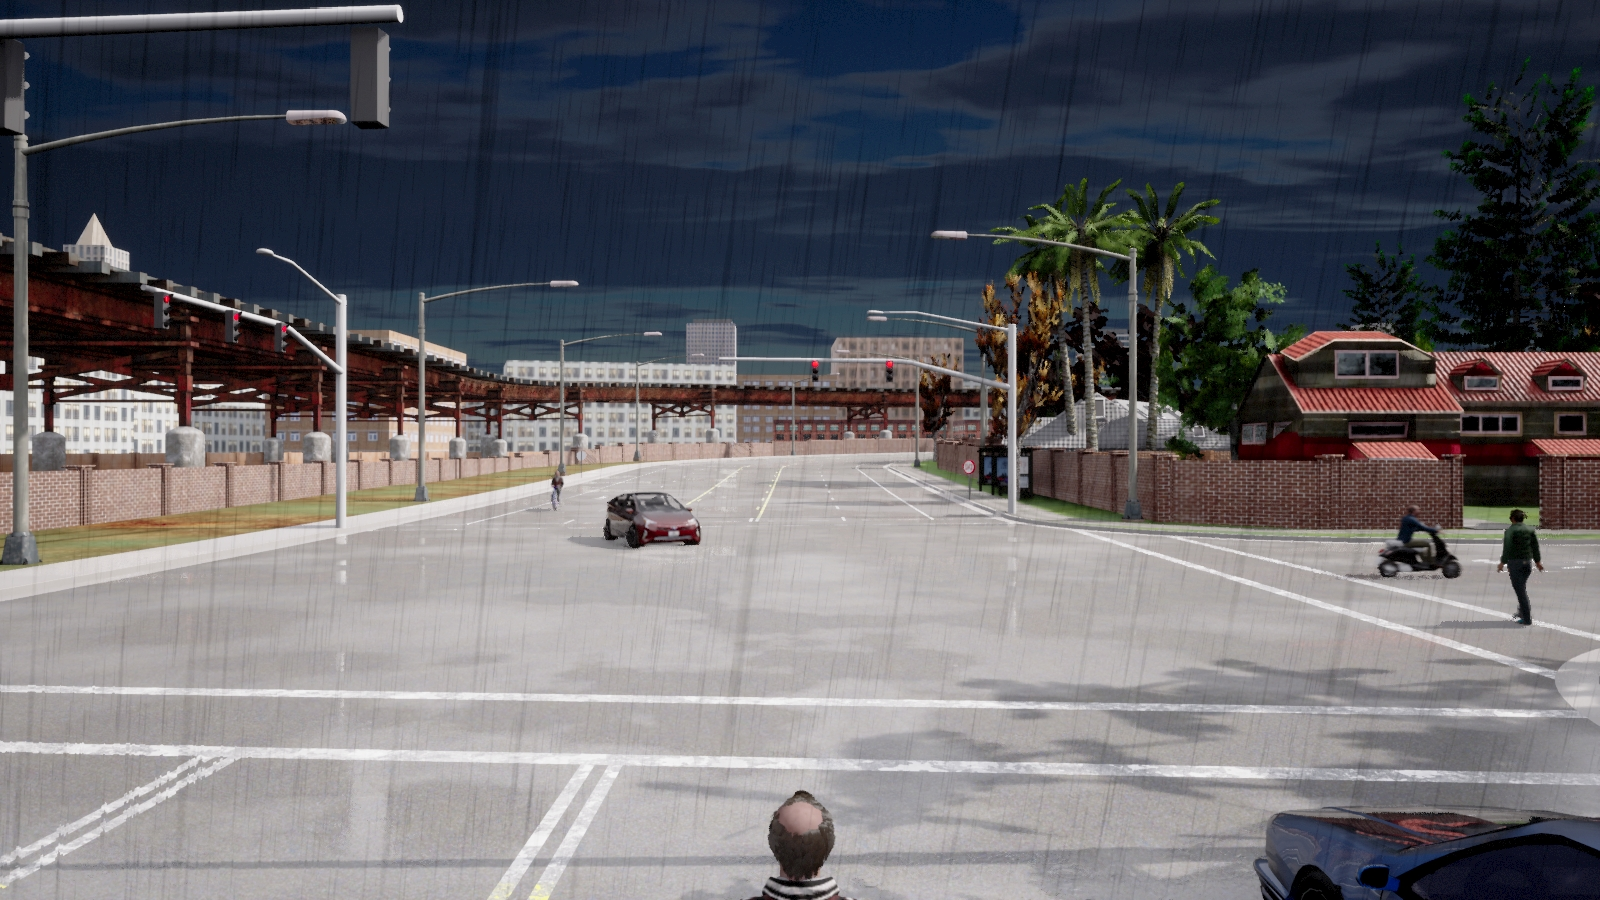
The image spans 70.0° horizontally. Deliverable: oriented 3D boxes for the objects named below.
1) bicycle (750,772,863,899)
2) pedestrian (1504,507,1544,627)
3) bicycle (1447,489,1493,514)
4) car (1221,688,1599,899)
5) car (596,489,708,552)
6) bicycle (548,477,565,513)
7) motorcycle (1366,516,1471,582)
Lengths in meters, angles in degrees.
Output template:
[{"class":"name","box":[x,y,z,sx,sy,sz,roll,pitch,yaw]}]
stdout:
[{"class":"bicycle","box":[0.019,2.048,3.681,0.329,1.496,1.835,0,0,0]},{"class":"pedestrian","box":[11.482,1.848,18.128,0.375,1.860,0.375,0,0,-7]},{"class":"bicycle","box":[29.557,2.256,50.417,1.487,1.080,0.859,0,0,-1]},{"class":"car","box":[3.467,2.106,4.038,2.033,1.411,5.357,0,0,1]},{"class":"car","box":[-4.465,2.018,33.836,2.007,1.525,4.514,0,0,-25]},{"class":"bicycle","box":[-10.521,1.932,49.378,0.329,1.496,1.835,0,0,0]},{"class":"motorcycle","box":[13.417,2.137,24.838,1.805,1.341,0.856,0,0,4]}]
